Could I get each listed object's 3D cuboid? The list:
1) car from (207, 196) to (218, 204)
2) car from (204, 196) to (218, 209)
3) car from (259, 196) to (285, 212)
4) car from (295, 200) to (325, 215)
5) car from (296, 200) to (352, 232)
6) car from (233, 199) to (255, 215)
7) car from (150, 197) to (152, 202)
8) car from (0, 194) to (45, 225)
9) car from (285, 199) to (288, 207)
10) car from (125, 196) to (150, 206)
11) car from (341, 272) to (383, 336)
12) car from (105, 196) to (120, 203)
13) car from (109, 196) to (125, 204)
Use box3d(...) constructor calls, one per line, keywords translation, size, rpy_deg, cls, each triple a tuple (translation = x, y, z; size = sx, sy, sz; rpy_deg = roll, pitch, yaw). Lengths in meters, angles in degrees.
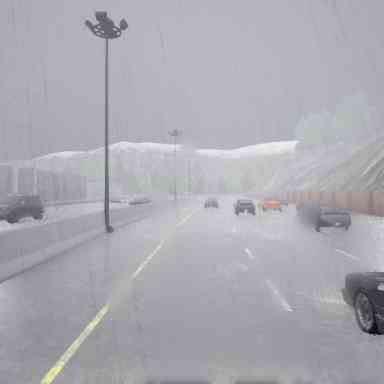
box3d(translation=(3.947, 1.547, 64.207), size=(2.033, 1.411, 5.357), rpy_deg=(0, 0, 4), cls="car")
box3d(translation=(2.738, 1.601, 46.315), size=(1.895, 1.301, 4.718), rpy_deg=(0, 0, 4), cls="car")
box3d(translation=(9.239, 1.351, 39.628), size=(2.097, 1.767, 4.553), rpy_deg=(0, 0, 4), cls="car")
box3d(translation=(12.414, 1.562, 35.347), size=(1.994, 1.385, 4.181), rpy_deg=(0, 0, 5), cls="car")
box3d(translation=(7.862, 1.490, 20.075), size=(2.128, 1.511, 4.902), rpy_deg=(0, 0, 3), cls="car")
box3d(translation=(5.254, 1.502, 33.510), size=(1.837, 1.490, 4.892), rpy_deg=(0, -1, 4), cls="car")
box3d(translation=(-9.785, 1.594, 71.365), size=(1.895, 1.301, 4.718), rpy_deg=(0, 0, 3), cls="car")
box3d(translation=(-13.129, 1.219, 24.691), size=(2.150, 2.045, 5.566), rpy_deg=(0, 0, 3), cls="car")
box3d(translation=(13.656, 1.526, 51.505), size=(1.812, 1.442, 4.674), rpy_deg=(0, 0, 4), cls="car")
box3d(translation=(-7.841, 1.600, 48.339), size=(1.895, 1.301, 4.718), rpy_deg=(0, 0, 4), cls="car")
box3d(translation=(3.578, 1.547, 3.625), size=(2.033, 1.411, 5.357), rpy_deg=(0, 0, 2), cls="car")
box3d(translation=(-16.819, 1.552, 70.945), size=(1.994, 1.385, 4.181), rpy_deg=(0, 0, 3), cls="car")
box3d(translation=(-13.791, 1.547, 63.012), size=(2.033, 1.411, 5.357), rpy_deg=(0, 0, 4), cls="car")
